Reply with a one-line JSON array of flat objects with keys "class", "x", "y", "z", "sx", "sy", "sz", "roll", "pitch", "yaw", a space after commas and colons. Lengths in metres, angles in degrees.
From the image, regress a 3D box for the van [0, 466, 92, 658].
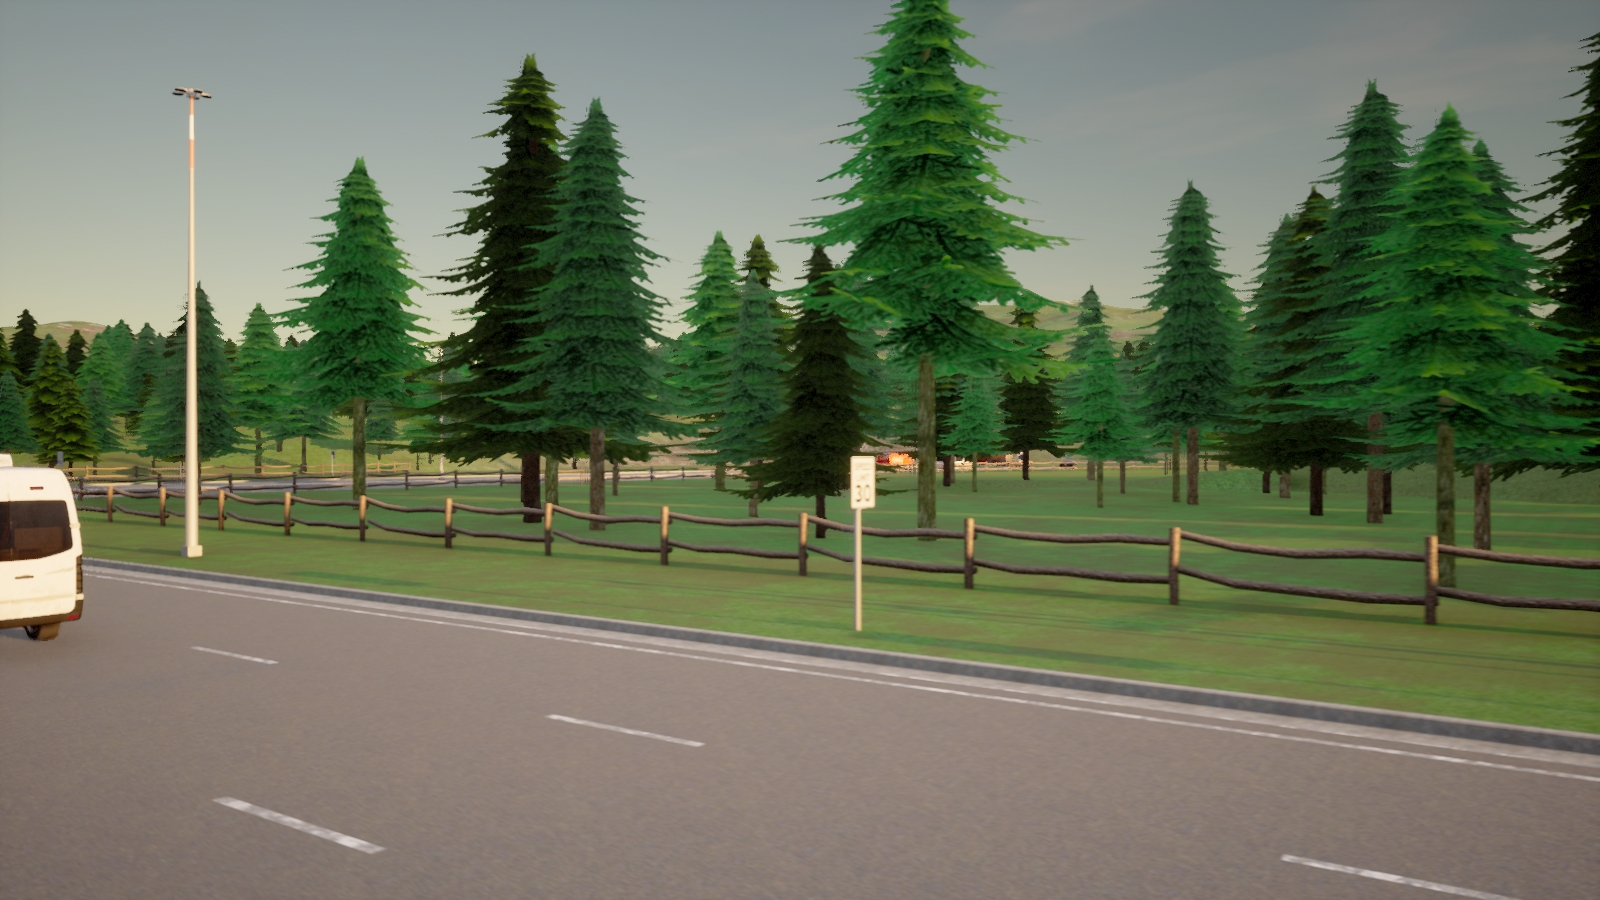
[{"class": "van", "x": -13.134, "y": 1.534, "z": 17.253, "sx": 5.915, "sy": 2.561, "sz": 1.988, "roll": 0, "pitch": 0, "yaw": 35}]
